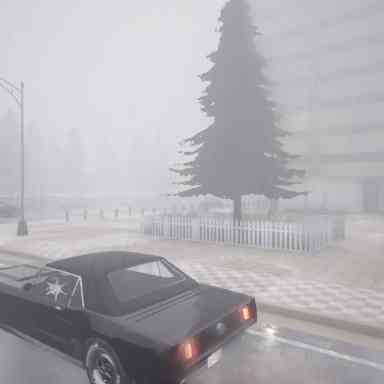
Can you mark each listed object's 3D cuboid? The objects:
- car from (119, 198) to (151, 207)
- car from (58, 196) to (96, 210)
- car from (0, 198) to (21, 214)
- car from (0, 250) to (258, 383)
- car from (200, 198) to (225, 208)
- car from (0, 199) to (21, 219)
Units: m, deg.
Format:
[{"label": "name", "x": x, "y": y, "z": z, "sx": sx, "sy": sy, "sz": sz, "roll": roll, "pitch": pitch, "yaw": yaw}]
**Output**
[{"label": "car", "x": -8.490, "y": 1.547, "z": 50.392, "sx": 2.033, "sy": 1.411, "sz": 5.357, "roll": 0, "pitch": 0, "yaw": 36}, {"label": "car", "x": -14.505, "y": 1.352, "z": 42.068, "sx": 2.097, "sy": 1.767, "sz": 4.553, "roll": 0, "pitch": 0, "yaw": 36}, {"label": "car", "x": -20.406, "y": 1.478, "z": 33.896, "sx": 1.882, "sy": 1.535, "sz": 5.008, "roll": 0, "pitch": 0, "yaw": 36}, {"label": "car", "x": -1.538, "y": 1.601, "z": 5.108, "sx": 4.718, "sy": 1.301, "sz": 1.895, "roll": 0, "pitch": 0, "yaw": 36}, {"label": "car", "x": 2.985, "y": 1.526, "z": 48.043, "sx": 1.812, "sy": 1.442, "sz": 4.674, "roll": 0, "pitch": 0, "yaw": 36}, {"label": "car", "x": -16.334, "y": 1.352, "z": 27.263, "sx": 2.097, "sy": 1.767, "sz": 4.553, "roll": 0, "pitch": 0, "yaw": 36}]
